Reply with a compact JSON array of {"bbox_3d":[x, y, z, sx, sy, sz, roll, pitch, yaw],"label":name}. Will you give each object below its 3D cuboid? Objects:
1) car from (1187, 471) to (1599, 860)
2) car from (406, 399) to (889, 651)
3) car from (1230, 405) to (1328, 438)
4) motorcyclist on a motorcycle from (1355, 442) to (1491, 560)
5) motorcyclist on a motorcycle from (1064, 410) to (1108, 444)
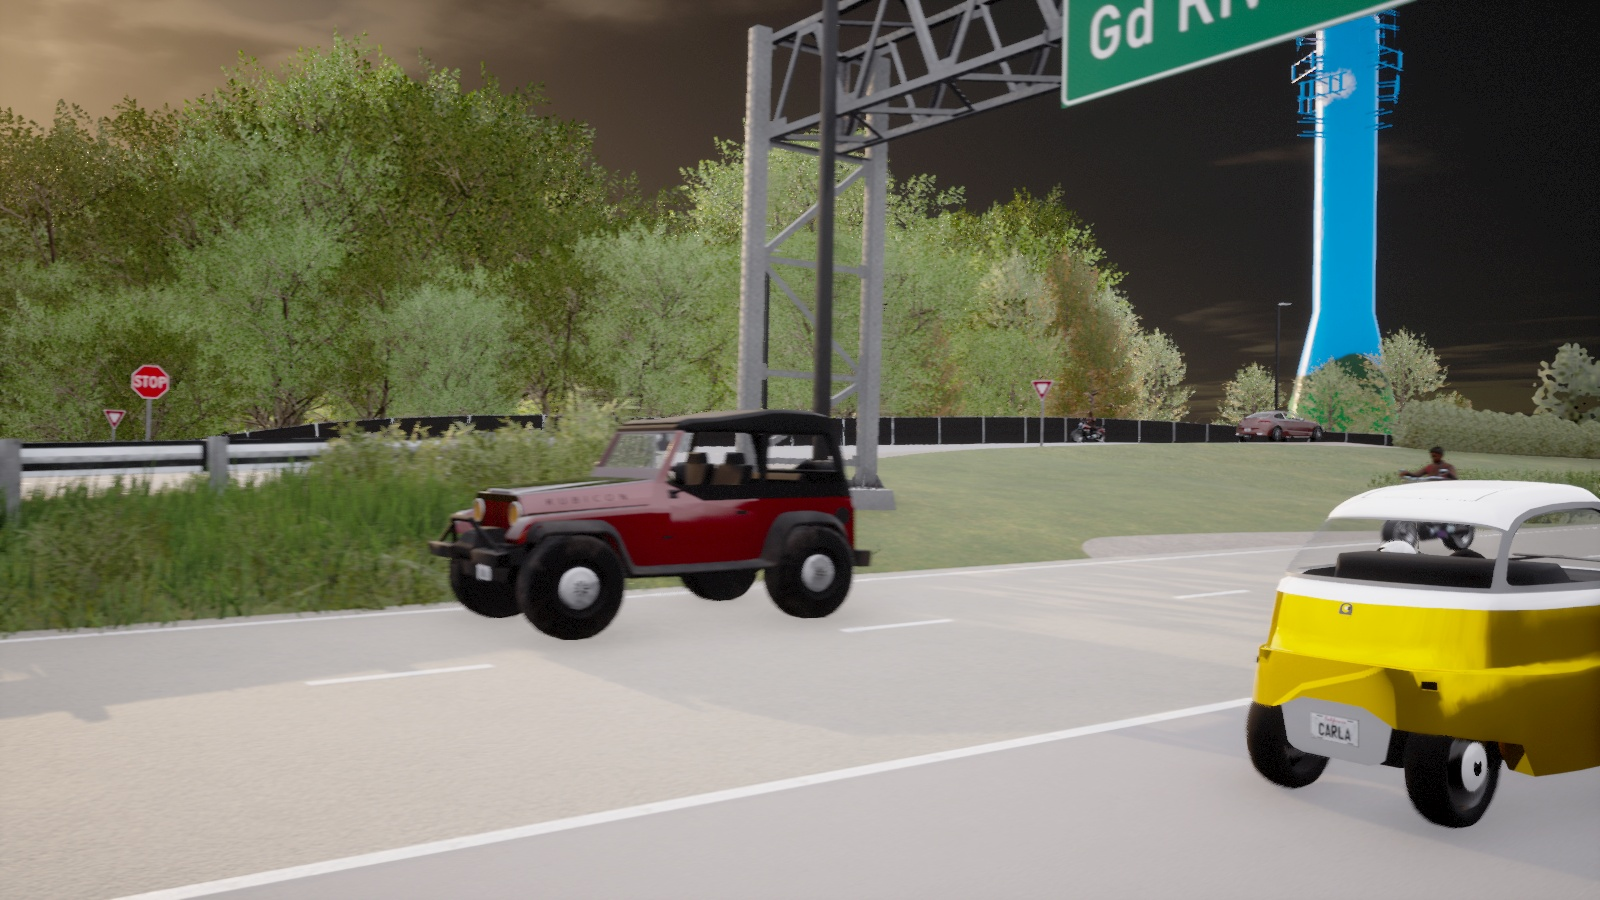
[{"bbox_3d":[3.124,0.808,5.832,2.207,1.376,1.481,0,0,-35],"label":"car"},{"bbox_3d":[-1.308,0.561,11.277,3.866,1.878,1.905,0,0,-35],"label":"car"},{"bbox_3d":[24.971,-1.462,65.383,5.027,1.651,2.152,-1,0,-32],"label":"car"},{"bbox_3d":[9.265,0.711,18.633,2.350,1.649,0.766,0,0,-35],"label":"motorcyclist on a motorcycle"},{"bbox_3d":[14.238,-1.161,62.546,2.350,1.649,0.766,-1,0,-35],"label":"motorcyclist on a motorcycle"}]
